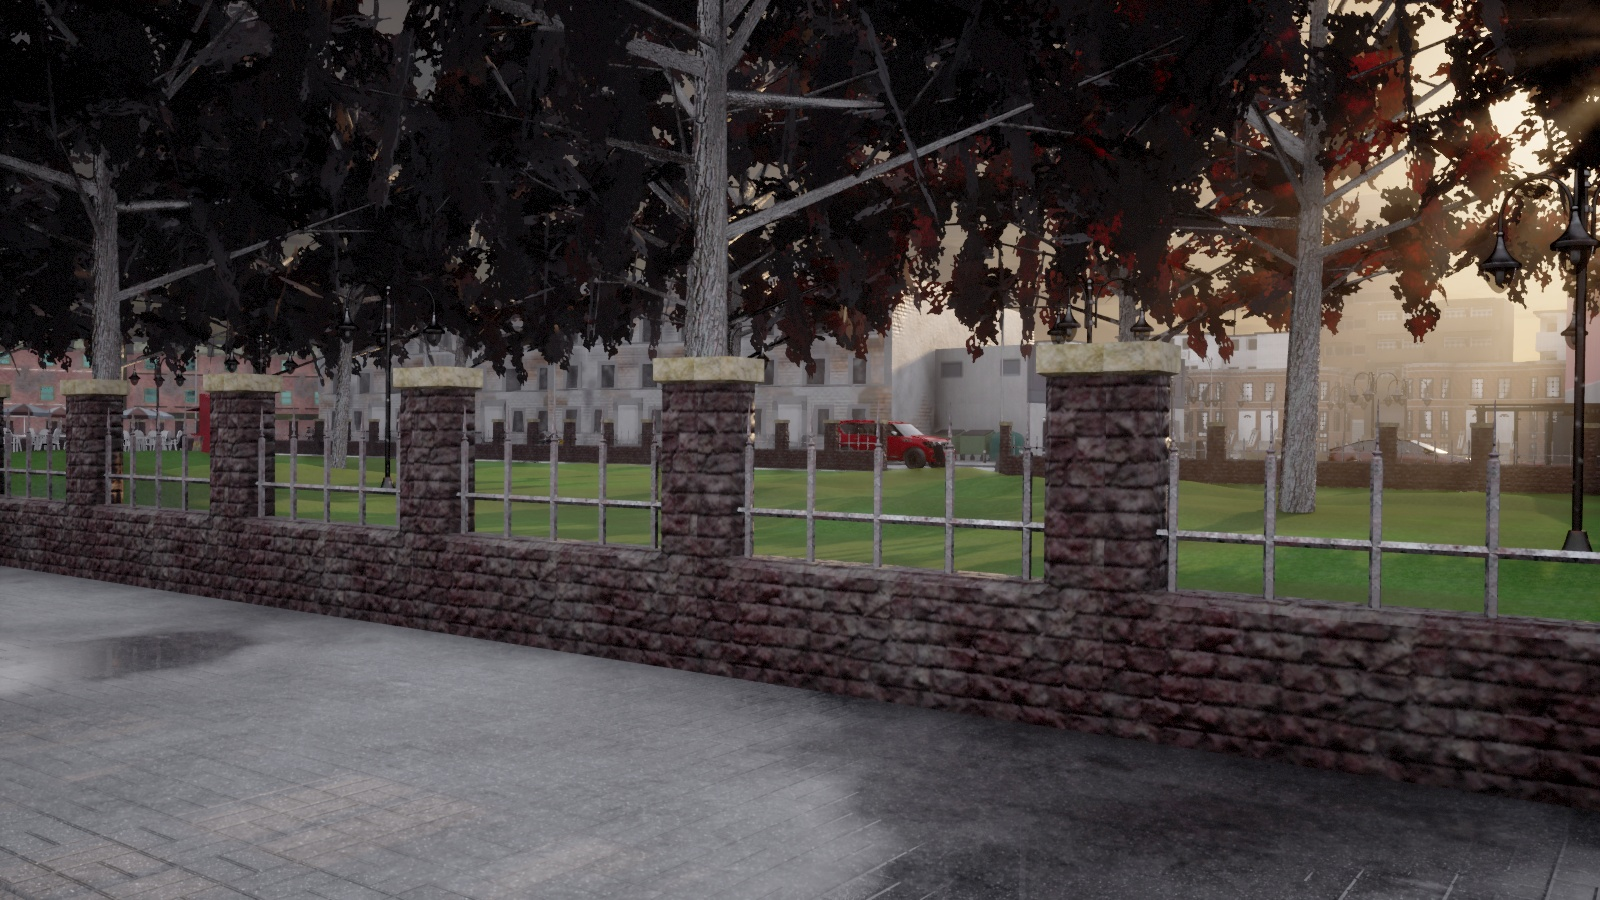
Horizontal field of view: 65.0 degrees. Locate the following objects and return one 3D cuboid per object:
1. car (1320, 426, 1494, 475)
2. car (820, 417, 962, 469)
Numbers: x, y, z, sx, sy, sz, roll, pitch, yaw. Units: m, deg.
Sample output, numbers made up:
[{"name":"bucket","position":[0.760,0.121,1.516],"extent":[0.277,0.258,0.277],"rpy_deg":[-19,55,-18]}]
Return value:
[{"name":"car","position":[19.728,-0.006,40.903],"extent":[4.792,1.488,2.163],"rpy_deg":[0,1,36]},{"name":"car","position":[3.746,-0.299,52.268],"extent":[5.566,2.045,2.150],"rpy_deg":[0,1,35]}]
